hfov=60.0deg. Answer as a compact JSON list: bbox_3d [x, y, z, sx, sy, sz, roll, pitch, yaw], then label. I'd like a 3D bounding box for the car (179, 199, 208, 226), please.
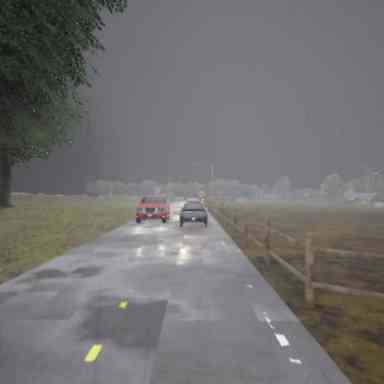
[{"bbox_3d":[0.101,1.476,23.198,2.128,1.511,4.902,0,0,0],"label":"car"}]

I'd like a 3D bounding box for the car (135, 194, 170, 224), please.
[{"bbox_3d":[-2.843,1.202,25.191,2.150,2.045,5.566,0,0,0],"label":"car"}]
